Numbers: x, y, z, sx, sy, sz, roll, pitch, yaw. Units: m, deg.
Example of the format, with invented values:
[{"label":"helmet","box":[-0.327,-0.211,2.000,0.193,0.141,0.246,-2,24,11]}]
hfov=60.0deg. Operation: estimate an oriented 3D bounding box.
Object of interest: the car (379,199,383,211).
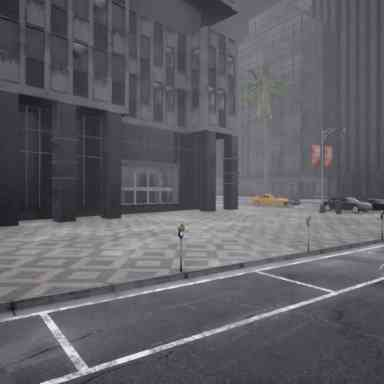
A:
[{"label":"car","box":[18.631,1.338,33.219,1.895,1.301,4.718,0,1,-36]}]

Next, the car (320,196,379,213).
[{"label":"car","box":[15.073,1.208,32.602,1.837,1.490,4.892,0,1,-35]}]

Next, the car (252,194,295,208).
[{"label":"car","box":[9.532,1.012,40.407,1.882,1.535,5.008,0,1,-35]}]

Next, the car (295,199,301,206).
[{"label":"car","box":[11.846,1.095,42.763,1.994,1.385,4.181,0,1,-35]}]
